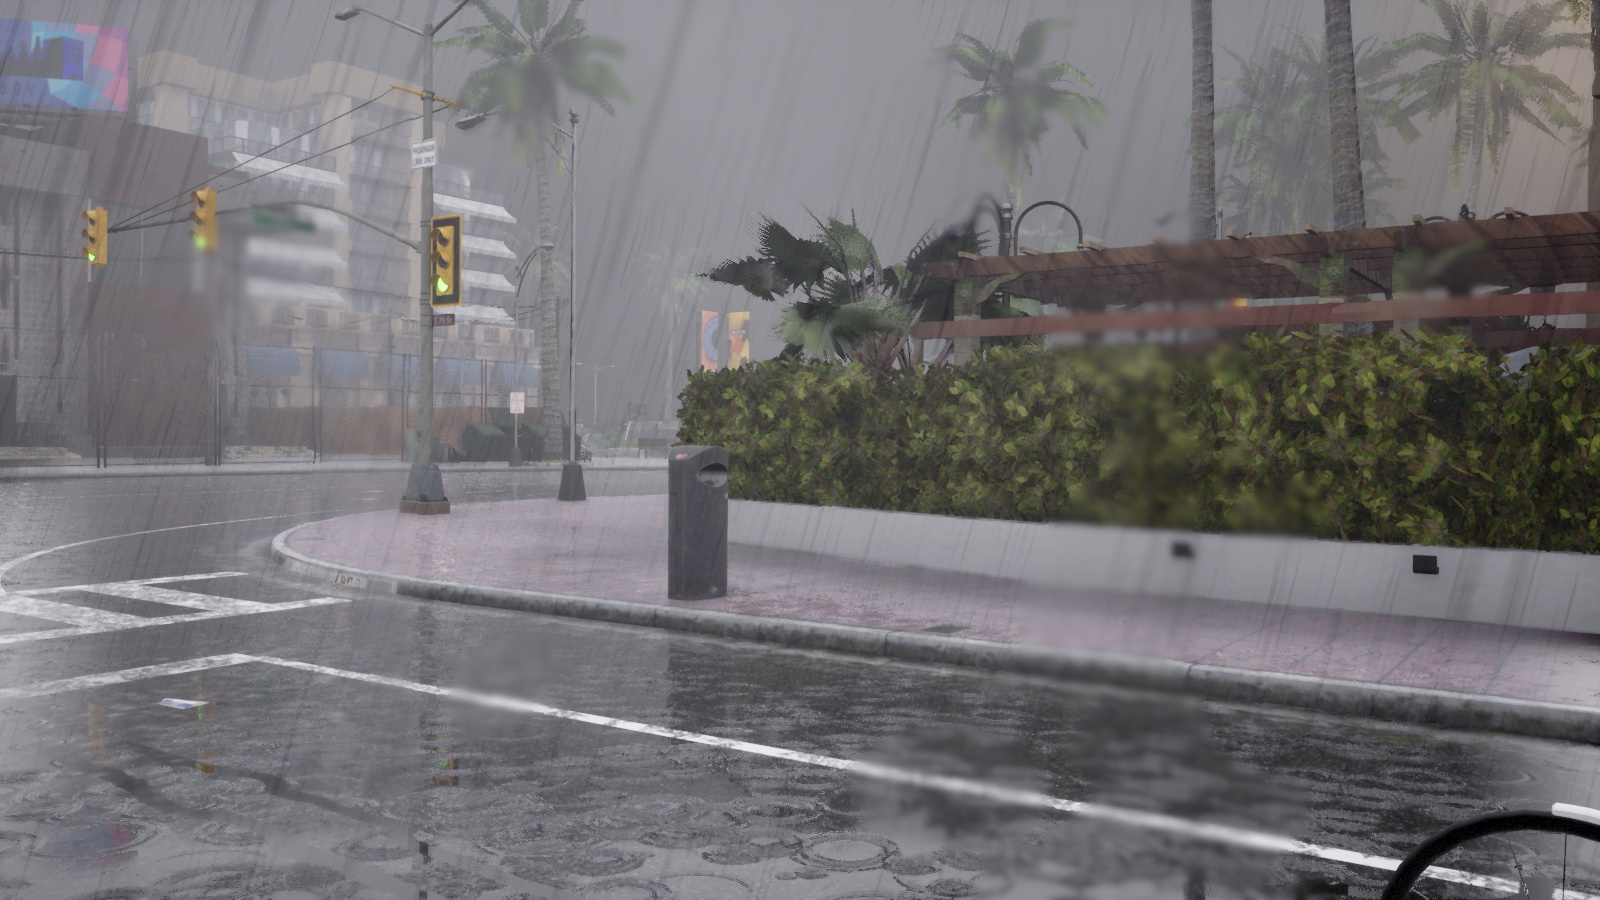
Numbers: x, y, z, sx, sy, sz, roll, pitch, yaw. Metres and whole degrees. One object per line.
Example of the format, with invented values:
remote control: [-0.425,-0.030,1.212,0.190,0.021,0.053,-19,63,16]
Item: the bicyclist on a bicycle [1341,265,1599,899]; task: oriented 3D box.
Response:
bicyclist on a bicycle: [2.029,0.553,2.267,1.843,1.776,0.659,0,1,34]
